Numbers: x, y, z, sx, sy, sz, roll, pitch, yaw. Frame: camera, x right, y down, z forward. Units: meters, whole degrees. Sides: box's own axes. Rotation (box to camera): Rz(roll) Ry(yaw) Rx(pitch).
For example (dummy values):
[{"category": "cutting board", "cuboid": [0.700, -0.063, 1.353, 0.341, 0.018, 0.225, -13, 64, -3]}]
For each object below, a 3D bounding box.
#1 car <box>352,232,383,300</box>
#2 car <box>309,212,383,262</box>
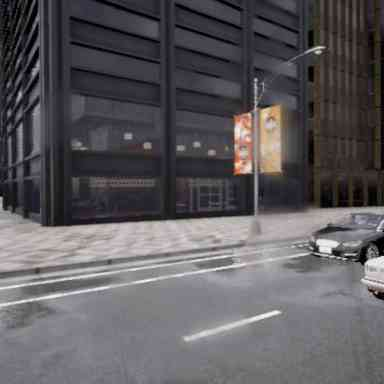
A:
[{"category": "car", "cuboid": [5.675, 1.584, 7.101, 4.718, 1.301, 1.895, 0, 0, -34]}, {"category": "car", "cuboid": [5.982, 1.456, 11.255, 4.902, 1.511, 2.128, 0, 0, -34]}]
